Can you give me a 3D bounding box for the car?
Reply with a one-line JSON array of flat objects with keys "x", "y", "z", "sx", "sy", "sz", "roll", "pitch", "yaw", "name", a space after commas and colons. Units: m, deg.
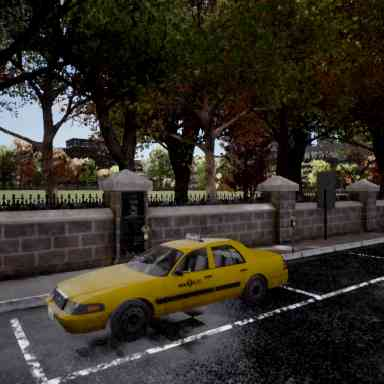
[{"x": -0.180, "y": 1.525, "z": 6.440, "sx": 4.829, "sy": 1.417, "sz": 1.752, "roll": 0, "pitch": 0, "yaw": -36, "name": "car"}]
